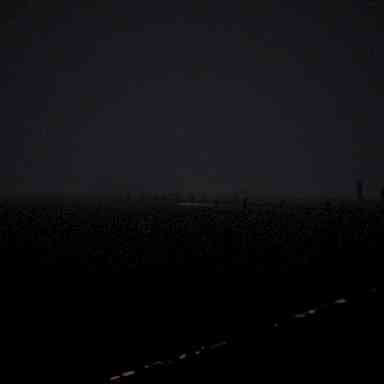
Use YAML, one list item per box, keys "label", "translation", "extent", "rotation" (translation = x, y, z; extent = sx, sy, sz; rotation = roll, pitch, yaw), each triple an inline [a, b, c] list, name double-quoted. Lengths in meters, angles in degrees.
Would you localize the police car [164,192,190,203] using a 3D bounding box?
- label: "police car"
  translation: [-2.108, 0.868, 49.431]
  extent: [2.038, 1.542, 4.974]
  rotation: [1, 1, -36]
